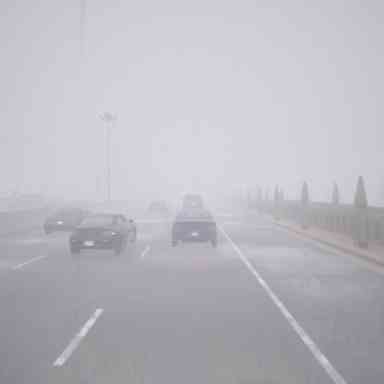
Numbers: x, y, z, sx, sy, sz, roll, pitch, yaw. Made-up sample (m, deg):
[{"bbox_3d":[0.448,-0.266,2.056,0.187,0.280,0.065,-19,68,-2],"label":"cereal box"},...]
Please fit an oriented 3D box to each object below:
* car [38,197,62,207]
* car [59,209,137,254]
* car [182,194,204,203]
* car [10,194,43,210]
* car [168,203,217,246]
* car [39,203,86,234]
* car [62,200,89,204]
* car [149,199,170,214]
[{"bbox_3d":[-17.581,1.621,43.055,1.895,1.301,4.718,0,0,0],"label":"car"},{"bbox_3d":[-3.413,1.530,13.342,1.812,1.442,4.674,0,0,0],"label":"car"},{"bbox_3d":[0.100,1.234,34.624,2.150,2.045,5.566,0,0,0],"label":"car"},{"bbox_3d":[-21.077,1.245,42.979,2.150,2.045,5.566,0,0,0],"label":"car"},{"bbox_3d":[0.100,1.482,15.407,1.882,1.535,5.008,0,0,0],"label":"car"},{"bbox_3d":[-6.900,1.570,19.399,1.994,1.385,4.181,0,0,0],"label":"car"},{"bbox_3d":[-14.086,1.620,41.517,1.895,1.301,4.718,0,0,0],"label":"car"},{"bbox_3d":[-3.399,1.505,35.268,2.128,1.511,4.902,0,0,0],"label":"car"}]
